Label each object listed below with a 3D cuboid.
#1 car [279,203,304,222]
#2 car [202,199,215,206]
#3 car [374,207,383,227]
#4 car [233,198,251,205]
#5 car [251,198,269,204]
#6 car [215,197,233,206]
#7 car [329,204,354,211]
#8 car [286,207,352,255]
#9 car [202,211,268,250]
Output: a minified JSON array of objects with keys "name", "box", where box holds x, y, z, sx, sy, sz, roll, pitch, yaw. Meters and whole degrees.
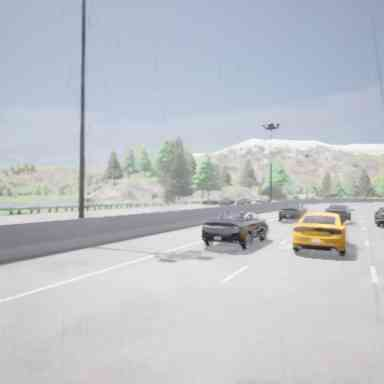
[{"name":"car","box":[8.721,1.726,28.452,2.128,1.511,4.902,0,0,27]},{"name":"car","box":[3.612,1.984,65.638,1.895,1.301,4.718,0,0,27]},{"name":"car","box":[14.549,1.815,24.467,2.033,1.411,5.357,0,0,27]},{"name":"car","box":[9.903,1.931,62.620,1.837,1.490,4.892,0,0,27]},{"name":"car","box":[13.044,1.940,61.085,2.128,1.511,4.902,0,0,27]},{"name":"car","box":[6.794,1.758,64.214,2.097,1.767,4.553,0,0,27]},{"name":"car","box":[11.862,1.762,26.906,1.837,1.490,4.892,0,0,27]},{"name":"car","box":[5.556,1.604,14.111,1.882,1.535,5.008,0,0,27]},{"name":"car","box":[2.086,1.591,15.005,2.128,1.511,4.902,0,0,27]}]
